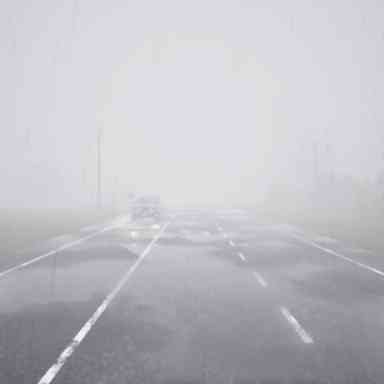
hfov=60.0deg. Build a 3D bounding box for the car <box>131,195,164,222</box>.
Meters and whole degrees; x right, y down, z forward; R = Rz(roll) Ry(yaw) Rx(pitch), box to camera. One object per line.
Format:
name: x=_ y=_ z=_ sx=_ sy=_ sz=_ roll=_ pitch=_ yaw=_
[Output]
car: x=-3.508 y=1.275 z=27.111 sx=2.150 sy=2.045 sz=5.566 roll=0 pitch=0 yaw=0
